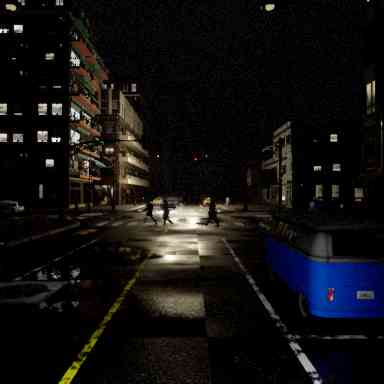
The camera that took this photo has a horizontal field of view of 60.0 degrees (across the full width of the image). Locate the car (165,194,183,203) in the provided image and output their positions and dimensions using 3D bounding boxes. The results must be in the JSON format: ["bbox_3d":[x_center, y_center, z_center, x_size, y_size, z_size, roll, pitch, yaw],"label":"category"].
[{"bbox_3d":[-3.099,1.590,56.851,2.033,1.411,5.357,0,0,0],"label":"car"}]

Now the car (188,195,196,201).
[{"bbox_3d":[-0.018,1.465,88.547,1.882,1.535,5.008,0,0,0],"label":"car"}]

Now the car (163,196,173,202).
[{"bbox_3d":[-5.705,1.630,79.432,2.008,1.369,4.403,0,0,0],"label":"car"}]

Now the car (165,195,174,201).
[{"bbox_3d":[-5.706,1.616,84.801,1.752,1.417,4.829,0,0,0],"label":"car"}]

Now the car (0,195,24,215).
[{"bbox_3d":[-18.386,1.184,30.345,5.566,2.045,2.150,0,0,0],"label":"car"}]

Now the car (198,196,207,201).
[{"bbox_3d":[2.675,1.641,84.973,2.008,1.369,4.403,0,0,0],"label":"car"}]

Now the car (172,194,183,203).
[{"bbox_3d":[-3.015,1.413,69.379,2.097,1.767,4.553,0,0,0],"label":"car"}]

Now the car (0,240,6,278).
[{"bbox_3d":[-5.689,1.567,6.975,1.947,1.339,4.313,0,0,0],"label":"car"}]

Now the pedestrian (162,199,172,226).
[{"bbox_3d":[-1.699,1.300,21.687,0.375,1.860,0.375,0,0,0],"label":"pedestrian"}]

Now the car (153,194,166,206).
[{"bbox_3d":[-5.700,1.568,57.105,1.752,1.417,4.829,0,0,0],"label":"car"}]

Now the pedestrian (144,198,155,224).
[{"bbox_3d":[-2.842,1.298,22.244,0.375,1.860,0.375,0,0,0],"label":"pedestrian"}]

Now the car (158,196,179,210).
[{"bbox_3d":[-3.083,1.627,44.258,1.895,1.301,4.718,0,0,-1],"label":"car"}]

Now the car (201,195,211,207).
[{"bbox_3d":[2.682,1.561,51.908,1.752,1.417,4.829,0,0,0],"label":"car"}]

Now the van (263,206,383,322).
[{"bbox_3d":[2.659,1.342,6.951,1.690,1.788,3.998,0,0,0],"label":"van"}]

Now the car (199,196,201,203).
[{"bbox_3d":[2.679,1.632,62.817,1.802,1.307,4.206,0,0,0],"label":"car"}]

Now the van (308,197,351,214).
[{"bbox_3d":[14.892,1.425,36.225,3.998,1.788,1.690,0,0,0],"label":"van"}]

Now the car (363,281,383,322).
[{"bbox_3d":[2.660,1.582,1.262,1.802,1.307,4.206,0,0,0],"label":"car"}]

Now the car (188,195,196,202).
[{"bbox_3d":[-0.016,1.616,78.127,2.033,1.411,5.357,0,0,0],"label":"car"}]

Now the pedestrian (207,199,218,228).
[{"bbox_3d":[1.292,1.300,21.045,0.375,1.860,0.375,0,0,0],"label":"pedestrian"}]

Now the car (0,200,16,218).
[{"bbox_3d":[-17.472,1.534,27.759,4.206,1.307,1.802,0,0,0],"label":"car"}]

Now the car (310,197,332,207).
[{"bbox_3d":[14.903,1.549,33.634,5.008,1.535,1.882,0,0,0],"label":"car"}]

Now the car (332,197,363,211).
[{"bbox_3d":[14.917,1.358,27.846,5.009,1.841,2.192,0,0,0],"label":"car"}]
